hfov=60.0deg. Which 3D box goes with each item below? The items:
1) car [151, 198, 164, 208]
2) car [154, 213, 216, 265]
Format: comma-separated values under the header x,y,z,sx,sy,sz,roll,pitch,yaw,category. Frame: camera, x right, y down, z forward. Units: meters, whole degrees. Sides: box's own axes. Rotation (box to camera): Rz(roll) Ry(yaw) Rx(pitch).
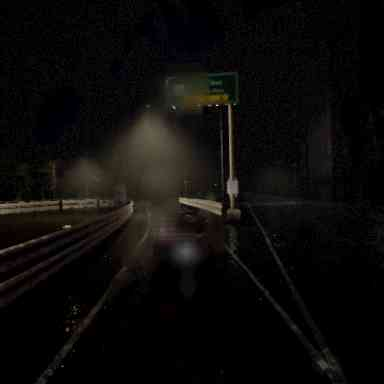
x,y,z,sx,sy,sz,roll,pitch,yaw,category
-5.507,1.661,53.025,1.837,1.490,4.892,-1,0,-7,car
-0.292,1.471,11.712,2.128,1.511,4.902,-1,0,-3,car
